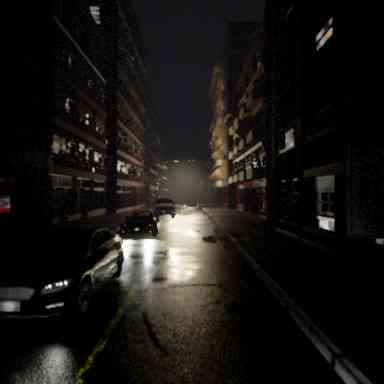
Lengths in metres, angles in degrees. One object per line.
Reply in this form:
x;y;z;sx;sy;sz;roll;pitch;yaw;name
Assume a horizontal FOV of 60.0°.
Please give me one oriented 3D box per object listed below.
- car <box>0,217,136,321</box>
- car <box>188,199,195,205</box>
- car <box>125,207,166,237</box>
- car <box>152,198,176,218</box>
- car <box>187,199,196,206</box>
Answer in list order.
-2.869;1.574;7.717;2.128;1.511;4.902;0;-1;1;car
-0.059;2.471;83.673;1.812;1.442;4.674;0;-1;0;car
-2.856;1.770;19.272;1.994;1.385;4.181;0;-1;0;car
-2.877;1.603;34.660;2.150;2.045;5.566;0;-1;-3;car
-0.052;2.411;73.650;1.994;1.385;4.181;0;-1;0;car
